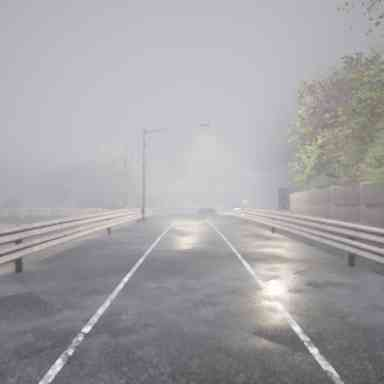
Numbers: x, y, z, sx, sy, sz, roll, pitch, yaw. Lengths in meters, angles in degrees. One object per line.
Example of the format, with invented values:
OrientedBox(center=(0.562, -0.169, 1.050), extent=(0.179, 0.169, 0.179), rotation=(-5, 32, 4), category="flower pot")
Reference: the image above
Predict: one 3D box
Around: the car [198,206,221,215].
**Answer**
OrientedBox(center=(3.008, 3.487, 61.444), extent=(1.837, 1.490, 4.892), rotation=(-1, -3, 33), category="car")

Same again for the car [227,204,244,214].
OrientedBox(center=(10.306, 3.750, 74.295), extent=(2.150, 2.045, 5.566), rotation=(-1, -3, 24), category="car")

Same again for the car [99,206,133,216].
OrientedBox(center=(-10.177, 2.623, 44.815), extent=(2.097, 1.767, 4.553), rotation=(-2, -3, 44), category="car")
